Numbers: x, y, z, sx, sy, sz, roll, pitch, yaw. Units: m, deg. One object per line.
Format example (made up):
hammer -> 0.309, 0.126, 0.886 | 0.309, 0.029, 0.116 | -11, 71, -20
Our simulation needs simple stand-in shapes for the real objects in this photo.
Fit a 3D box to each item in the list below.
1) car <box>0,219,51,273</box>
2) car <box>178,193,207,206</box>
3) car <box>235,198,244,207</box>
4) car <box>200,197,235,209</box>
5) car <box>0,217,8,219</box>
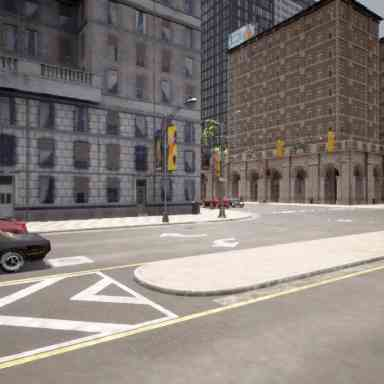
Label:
car -> -6.569, 1.601, 9.158 | 4.718, 1.301, 1.895 | 0, 0, -35
car -> -0.024, 1.221, 57.104 | 2.150, 2.045, 5.566 | 0, 0, -34
car -> 5.618, 1.491, 49.006 | 2.128, 1.511, 4.902 | 0, 0, -35
car -> 3.189, 1.478, 46.375 | 1.882, 1.535, 5.008 | 0, 0, -35
car -> -8.515, 1.526, 12.063 | 4.674, 1.442, 1.812 | 0, 0, -35
